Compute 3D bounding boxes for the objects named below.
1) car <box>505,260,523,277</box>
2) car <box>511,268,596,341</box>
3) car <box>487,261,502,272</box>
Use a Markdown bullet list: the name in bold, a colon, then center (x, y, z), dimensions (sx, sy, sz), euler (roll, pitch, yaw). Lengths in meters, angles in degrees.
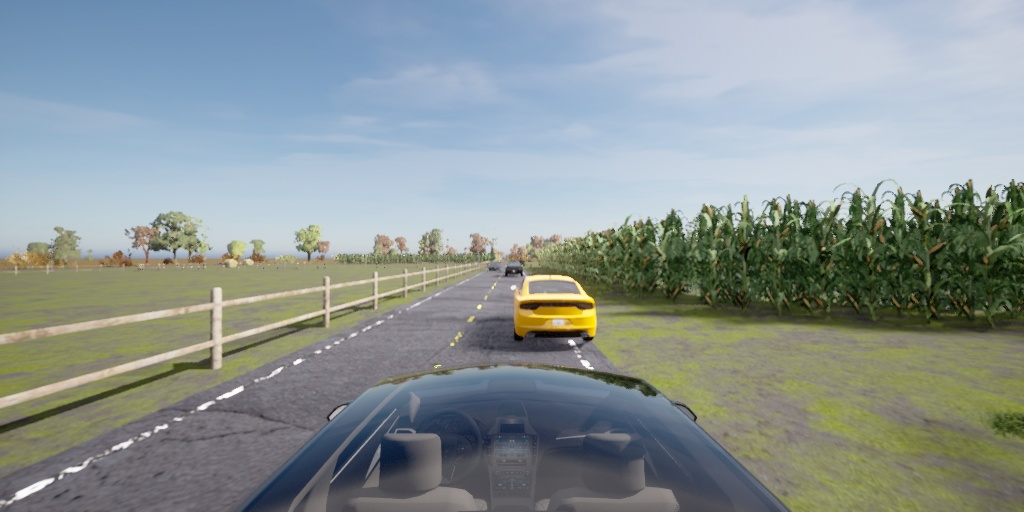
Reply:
- **car**: center (0.229, 1.442, 39.271), dimensions (1.882, 1.535, 5.008), euler (0, 0, 1)
- **car**: center (0.994, 1.275, 10.086), dimensions (1.882, 1.535, 5.008), euler (0, 0, 0)
- **car**: center (-2.544, 1.549, 53.200), dimensions (1.837, 1.490, 4.892), euler (0, 0, 0)
